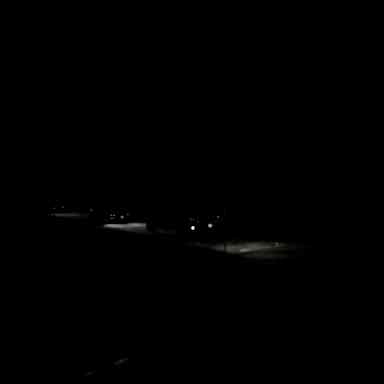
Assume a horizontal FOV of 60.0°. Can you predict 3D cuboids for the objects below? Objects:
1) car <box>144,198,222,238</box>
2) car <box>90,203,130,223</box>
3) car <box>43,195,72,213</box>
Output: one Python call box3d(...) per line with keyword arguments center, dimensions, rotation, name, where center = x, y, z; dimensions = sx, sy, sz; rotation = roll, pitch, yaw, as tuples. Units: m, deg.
box3d(center=(-0.729, 1.363, 19.095), dimensions=(2.150, 2.045, 5.566), rotation=(1, 0, -37), name="car")
box3d(center=(-6.741, 1.656, 27.098), dimensions=(1.837, 1.490, 4.892), rotation=(1, 0, -37), name="car")
box3d(center=(-16.141, 1.392, 39.667), dimensions=(2.150, 2.045, 5.566), rotation=(1, -1, -37), name="car")
